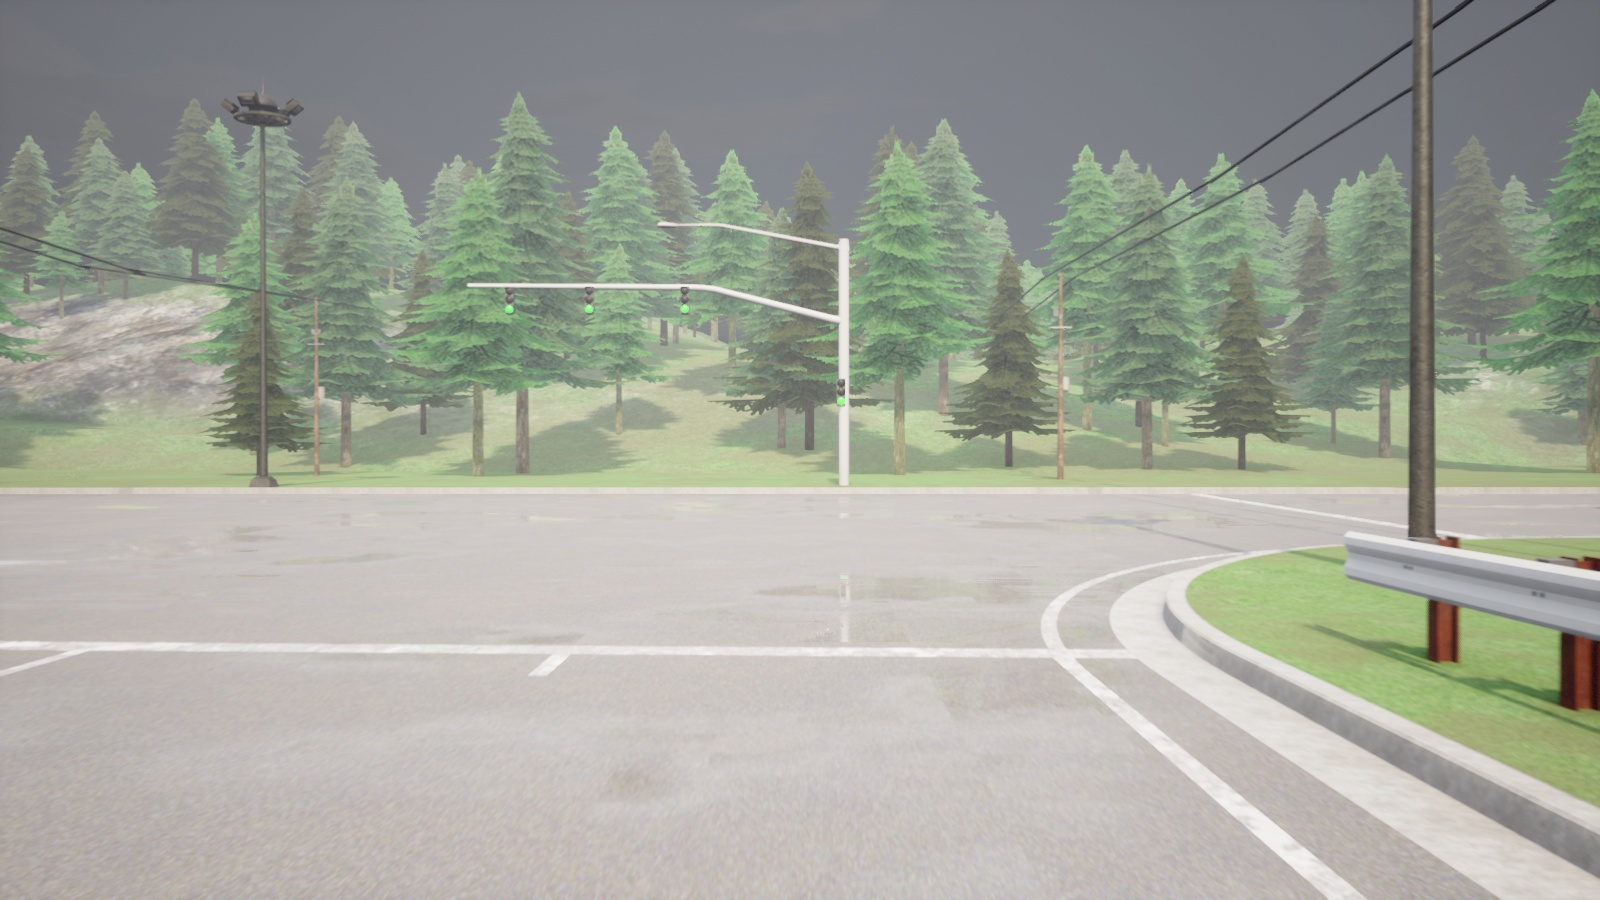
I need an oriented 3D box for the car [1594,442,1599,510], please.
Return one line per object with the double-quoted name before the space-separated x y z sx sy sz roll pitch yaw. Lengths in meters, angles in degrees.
"car" 20.394 0.587 27.335 5.008 1.535 1.882 0 0 1
